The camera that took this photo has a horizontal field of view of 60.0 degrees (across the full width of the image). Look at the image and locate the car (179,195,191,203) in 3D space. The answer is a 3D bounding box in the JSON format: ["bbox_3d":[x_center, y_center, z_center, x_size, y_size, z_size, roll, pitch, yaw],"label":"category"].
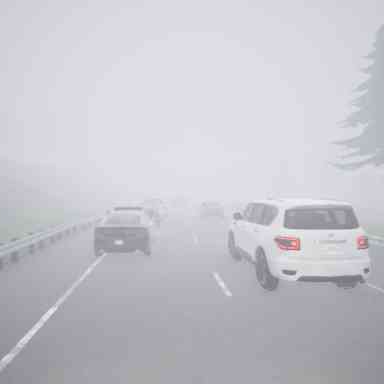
[{"bbox_3d":[-1.304,1.295,63.540,2.128,1.511,4.902,0,0,2],"label":"car"}]

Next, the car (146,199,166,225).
[{"bbox_3d":[-2.988,1.458,22.949,1.812,1.442,4.674,0,0,-2],"label":"car"}]

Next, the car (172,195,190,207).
[{"bbox_3d":[-1.837,1.203,48.485,2.097,1.767,4.553,0,0,2],"label":"car"}]

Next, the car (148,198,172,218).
[{"bbox_3d":[-3.129,1.265,28.903,2.097,1.767,4.553,0,0,-1],"label":"car"}]

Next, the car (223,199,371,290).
[{"bbox_3d":[2.513,1.189,9.234,2.150,2.045,5.566,0,0,-5],"label":"car"}]

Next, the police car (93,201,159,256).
[{"bbox_3d":[-2.485,1.387,13.097,1.930,1.638,5.238,0,0,-4],"label":"police car"}]

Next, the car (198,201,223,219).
[{"bbox_3d":[1.572,1.459,27.833,2.033,1.411,5.357,0,0,-1],"label":"car"}]
